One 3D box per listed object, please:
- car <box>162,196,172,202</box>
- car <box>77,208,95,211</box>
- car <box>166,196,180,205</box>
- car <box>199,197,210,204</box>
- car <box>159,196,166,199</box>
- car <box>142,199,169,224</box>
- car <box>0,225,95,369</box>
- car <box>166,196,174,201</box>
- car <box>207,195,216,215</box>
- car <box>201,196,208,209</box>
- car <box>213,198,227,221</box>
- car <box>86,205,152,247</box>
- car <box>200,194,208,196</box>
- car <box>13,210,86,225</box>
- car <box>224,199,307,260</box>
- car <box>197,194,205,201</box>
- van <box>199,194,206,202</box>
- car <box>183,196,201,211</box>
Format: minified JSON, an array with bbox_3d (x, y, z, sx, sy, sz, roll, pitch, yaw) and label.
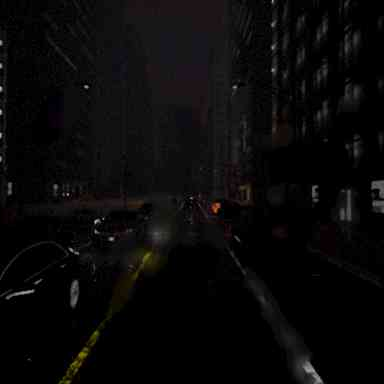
[{"bbox_3d":[-5.909,1.677,80.112,2.008,1.369,4.403,1,0,0],"label":"car"},{"bbox_3d":[-5.732,1.587,18.041,2.008,1.369,4.403,0,0,0],"label":"car"},{"bbox_3d":[-3.200,1.649,61.419,2.033,1.411,5.357,0,0,0],"label":"car"},{"bbox_3d":[2.503,1.659,68.879,2.008,1.369,4.403,0,0,0],"label":"car"},{"bbox_3d":[-5.876,1.553,68.827,1.967,1.590,4.097,0,0,0],"label":"car"},{"bbox_3d":[-3.121,1.553,25.646,1.837,1.490,4.892,0,0,0],"label":"car"},{"bbox_3d":[-3.111,1.516,4.910,1.837,1.490,4.892,0,0,0],"label":"car"},{"bbox_3d":[-5.942,1.690,91.397,2.008,1.369,4.403,1,0,0],"label":"car"},{"bbox_3d":[3.017,1.412,34.742,2.097,1.767,4.553,0,0,0],"label":"car"},{"bbox_3d":[2.568,1.621,46.313,1.887,1.381,4.507,0,0,0],"label":"car"},{"bbox_3d":[3.069,1.552,27.771,1.837,1.490,4.892,0,0,0],"label":"car"},{"bbox_3d":[-3.131,1.556,15.235,1.812,1.442,4.674,0,0,0],"label":"car"},{"bbox_3d":[2.553,1.525,51.955,1.967,1.590,4.097,0,0,0],"label":"car"},{"bbox_3d":[-5.715,1.592,12.398,1.947,1.339,4.313,0,0,0],"label":"car"},{"bbox_3d":[2.667,1.337,12.465,2.192,1.841,5.009,0,0,0],"label":"car"},{"bbox_3d":[2.441,1.450,91.445,2.192,1.841,5.009,0,0,0],"label":"car"},{"bbox_3d":[2.473,1.463,80.162,1.690,1.788,3.998,0,0,0],"label":"van"},{"bbox_3d":[-0.115,1.589,42.586,1.837,1.490,4.892,0,0,0],"label":"car"}]
